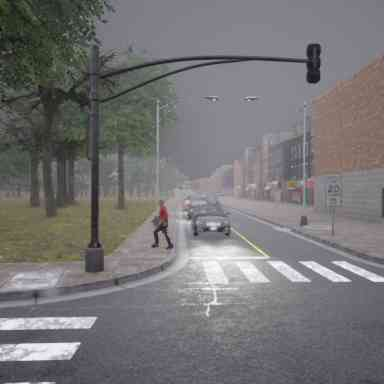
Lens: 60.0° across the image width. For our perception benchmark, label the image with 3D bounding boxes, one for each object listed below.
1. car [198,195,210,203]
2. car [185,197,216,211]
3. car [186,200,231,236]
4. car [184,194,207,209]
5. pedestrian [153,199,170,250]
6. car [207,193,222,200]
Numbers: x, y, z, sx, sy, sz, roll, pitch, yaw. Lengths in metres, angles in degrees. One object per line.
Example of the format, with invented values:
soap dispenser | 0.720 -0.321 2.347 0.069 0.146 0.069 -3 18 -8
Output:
car | 2.220 1.225 62.088 1.812 1.442 4.674 0 0 -2
car | 0.580 1.383 27.289 1.812 1.442 4.674 0 0 -2
car | 0.923 1.433 18.130 2.128 1.511 4.902 0 1 -2
car | 0.220 1.136 37.136 2.097 1.767 4.553 0 0 -2
pedestrian | -1.097 1.135 11.904 0.375 1.860 0.375 1 0 -2
car | 2.744 1.303 48.156 1.994 1.385 4.181 0 0 -2
